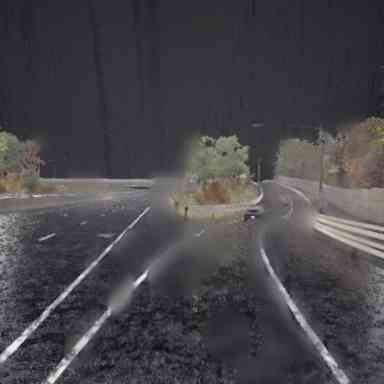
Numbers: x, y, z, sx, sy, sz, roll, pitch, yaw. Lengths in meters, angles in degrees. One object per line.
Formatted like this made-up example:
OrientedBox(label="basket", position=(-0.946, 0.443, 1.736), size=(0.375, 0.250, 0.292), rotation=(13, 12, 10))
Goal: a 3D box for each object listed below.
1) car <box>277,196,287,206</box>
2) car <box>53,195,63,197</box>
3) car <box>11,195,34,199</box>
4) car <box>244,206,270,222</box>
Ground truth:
OrientedBox(label="car", position=(17.276, 2.002, 63.692), size=(1.895, 1.301, 4.718), rotation=(1, 2, 16))
OrientedBox(label="car", position=(-26.968, 1.300, 66.727), size=(1.837, 1.490, 4.892), rotation=(0, 0, -5))
OrientedBox(label="car", position=(-25.762, 1.331, 51.812), size=(1.812, 1.442, 4.674), rotation=(0, 0, -4))
OrientedBox(label="car", position=(6.363, 2.091, 32.370), size=(1.837, 1.490, 4.892), rotation=(0, -1, 21))
